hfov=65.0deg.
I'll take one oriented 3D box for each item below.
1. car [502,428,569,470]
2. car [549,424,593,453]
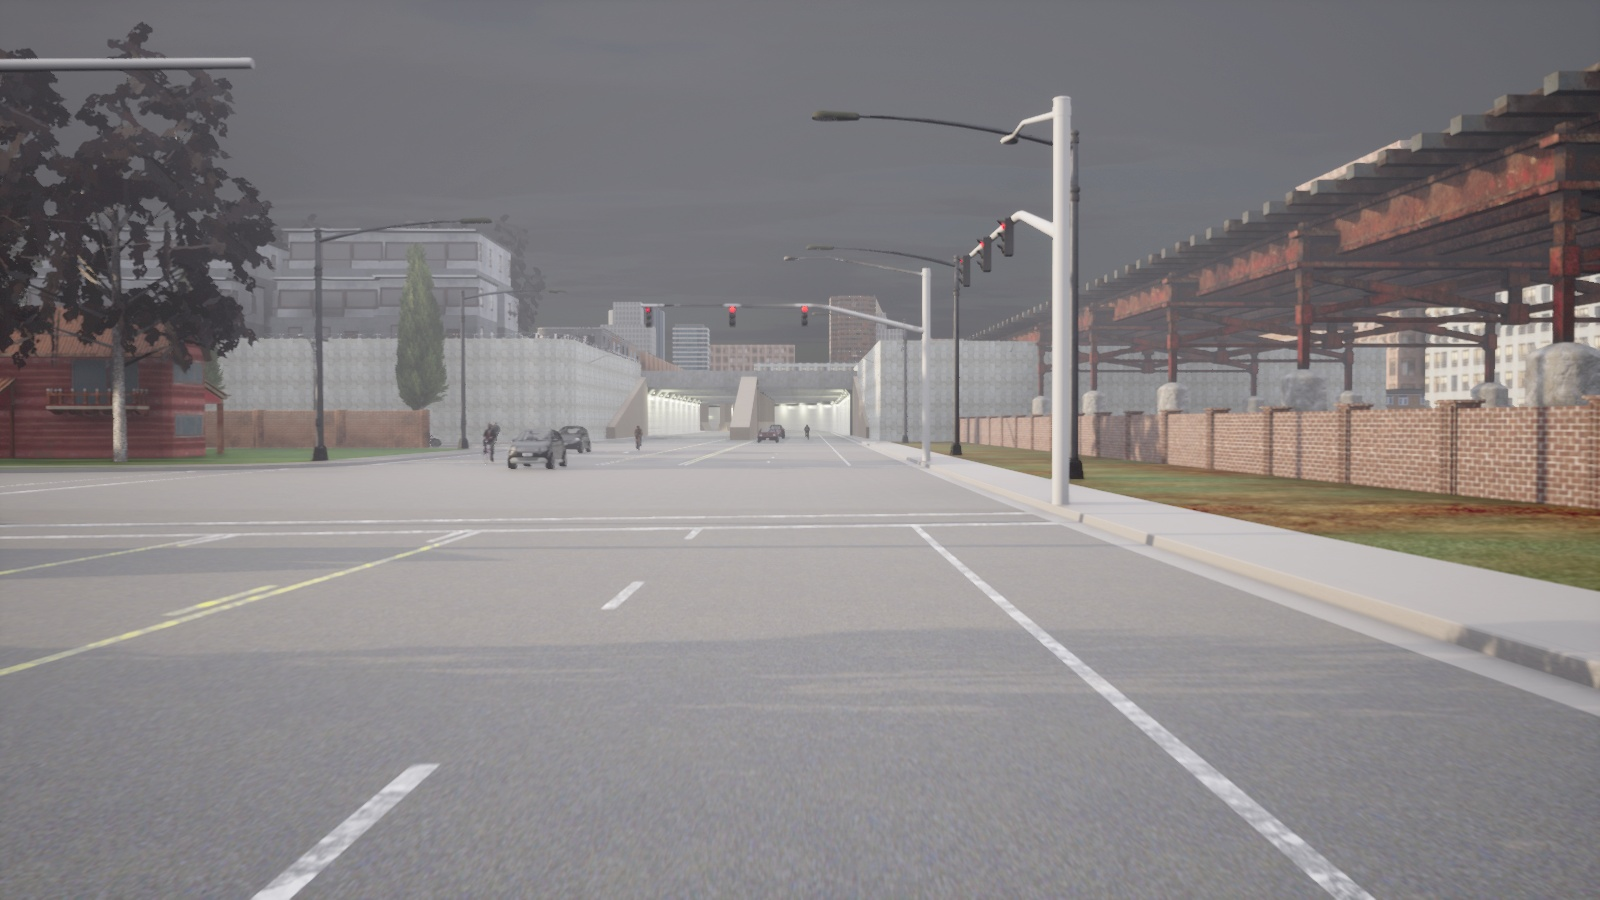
[{"bbox_3d":[-10.213,-0.061,48.783,1.789,1.549,3.705,0,1,0],"label":"car"},{"bbox_3d":[-13.558,-0.699,74.400,1.851,1.617,3.988,0,1,0],"label":"car"}]
